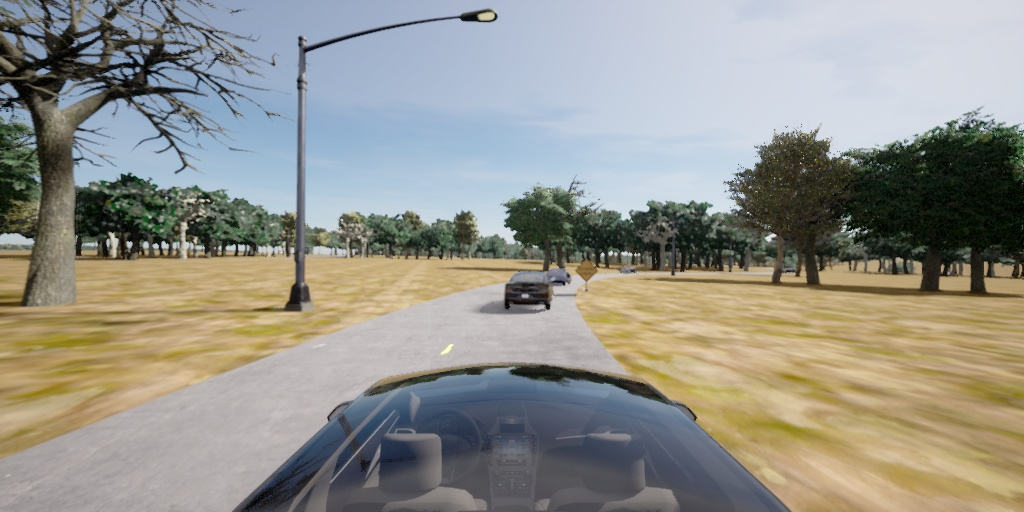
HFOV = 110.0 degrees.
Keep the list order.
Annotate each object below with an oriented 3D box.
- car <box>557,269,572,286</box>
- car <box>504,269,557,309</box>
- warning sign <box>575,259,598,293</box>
[{"bbox_3d":[3.891,1.748,30.342,1.994,1.385,4.181,0,-1,17],"label":"car"},{"bbox_3d":[0.866,1.400,16.064,1.882,1.535,5.008,0,-1,8],"label":"car"},{"bbox_3d":[4.206,1.115,20.308,1.300,1.860,1.060,0,0,11],"label":"warning sign"}]
